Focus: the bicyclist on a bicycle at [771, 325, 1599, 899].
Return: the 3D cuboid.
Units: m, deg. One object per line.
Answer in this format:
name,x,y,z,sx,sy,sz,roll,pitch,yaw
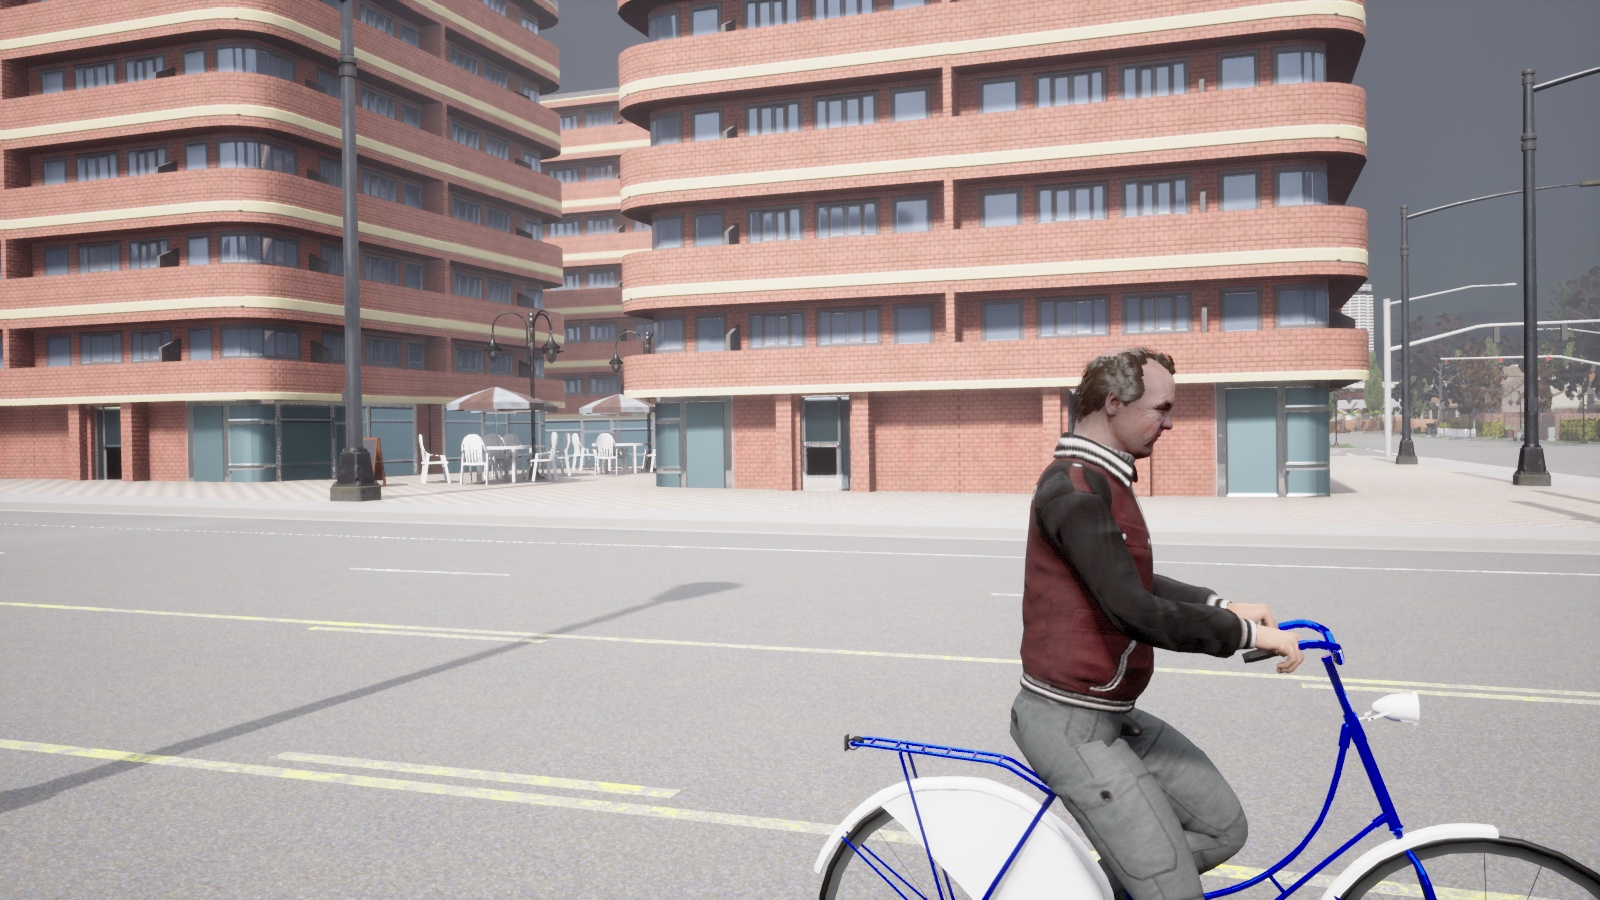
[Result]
bicyclist on a bicycle,0.913,0.654,2.814,1.843,1.776,0.659,0,1,18
